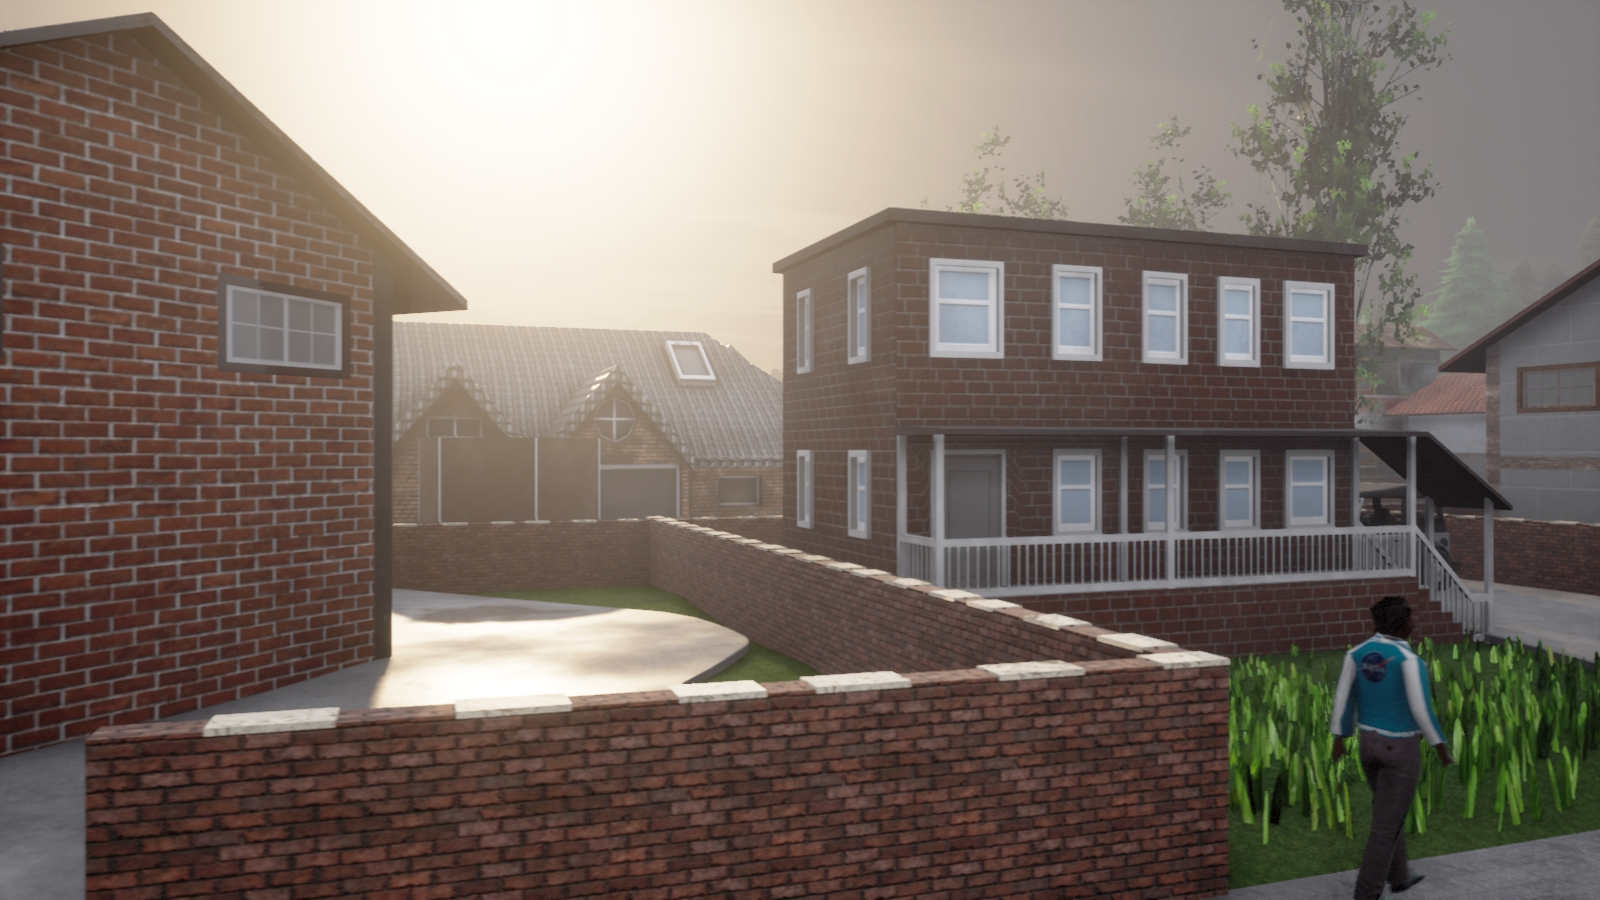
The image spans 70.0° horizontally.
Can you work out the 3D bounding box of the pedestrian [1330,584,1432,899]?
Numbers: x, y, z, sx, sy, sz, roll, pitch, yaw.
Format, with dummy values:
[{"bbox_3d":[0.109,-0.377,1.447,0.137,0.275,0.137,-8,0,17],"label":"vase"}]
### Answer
[{"bbox_3d":[3.384,1.743,6.665,0.375,1.860,0.375,0,0,-23],"label":"pedestrian"}]
